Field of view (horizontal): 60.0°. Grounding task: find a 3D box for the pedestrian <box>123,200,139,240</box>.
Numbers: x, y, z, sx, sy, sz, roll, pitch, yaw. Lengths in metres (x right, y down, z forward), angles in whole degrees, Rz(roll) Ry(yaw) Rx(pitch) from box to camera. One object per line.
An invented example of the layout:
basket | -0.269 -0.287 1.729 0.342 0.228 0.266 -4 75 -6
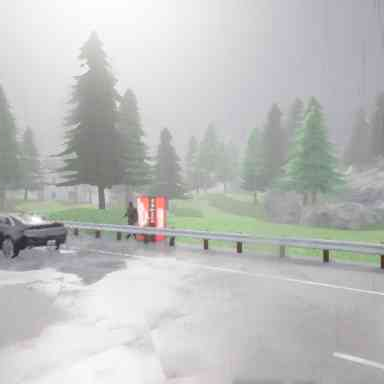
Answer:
pedestrian | -2.790 1.294 15.227 0.375 1.860 0.375 0 0 33

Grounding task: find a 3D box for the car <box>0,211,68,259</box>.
car | -6.835 1.491 12.641 4.902 1.511 2.128 0 0 33

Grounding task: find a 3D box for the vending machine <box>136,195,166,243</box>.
vending machine | -1.888 1.195 15.402 0.880 2.100 1.100 0 0 33
